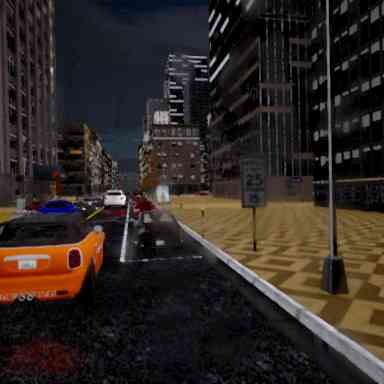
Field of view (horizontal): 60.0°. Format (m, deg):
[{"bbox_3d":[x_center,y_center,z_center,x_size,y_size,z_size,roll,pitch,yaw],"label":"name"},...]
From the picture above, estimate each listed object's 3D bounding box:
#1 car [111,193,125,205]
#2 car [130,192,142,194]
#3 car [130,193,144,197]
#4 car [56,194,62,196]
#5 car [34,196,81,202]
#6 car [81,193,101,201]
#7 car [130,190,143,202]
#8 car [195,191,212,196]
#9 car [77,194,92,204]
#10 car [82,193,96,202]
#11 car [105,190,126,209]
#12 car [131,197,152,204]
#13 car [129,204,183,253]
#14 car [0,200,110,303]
[{"bbox_3d":[-10.699,0.975,48.360,1.882,1.535,5.008,-1,1,-10],"label":"car"},{"bbox_3d":[-6.465,1.053,40.252,1.752,1.417,4.829,-1,1,-10],"label":"car"},{"bbox_3d":[-5.430,1.131,34.617,1.887,1.381,4.507,-1,1,-10],"label":"car"},{"bbox_3d":[-34.489,0.746,82.349,4.507,1.381,1.887,0,-1,-11],"label":"car"},{"bbox_3d":[-9.150,1.300,22.802,1.882,1.535,5.008,-1,1,-10],"label":"car"},{"bbox_3d":[-12.586,1.126,42.032,2.128,1.511,4.902,-1,1,-10],"label":"car"},{"bbox_3d":[-9.453,0.675,56.484,2.192,1.841,5.009,-1,1,-10],"label":"car"},{"bbox_3d":[2.926,0.412,89.552,4.097,1.590,1.967,0,-1,-11],"label":"car"},{"bbox_3d":[-17.660,1.068,54.808,1.752,1.417,4.829,-1,1,-10],"label":"car"},{"bbox_3d":[-18.697,0.924,60.442,1.967,1.590,4.097,-1,1,-10],"label":"car"},{"bbox_3d":[-8.790,0.823,38.231,2.150,2.045,5.566,-1,1,-10],"label":"car"},{"bbox_3d":[-3.420,1.281,23.683,1.802,1.307,4.206,-1,1,-10],"label":"car"},{"bbox_3d":[-1.410,1.363,12.747,2.008,1.369,4.403,-1,1,-10],"label":"car"},{"bbox_3d":[-3.270,1.268,7.925,2.097,1.767,4.553,-1,1,-10],"label":"car"}]
